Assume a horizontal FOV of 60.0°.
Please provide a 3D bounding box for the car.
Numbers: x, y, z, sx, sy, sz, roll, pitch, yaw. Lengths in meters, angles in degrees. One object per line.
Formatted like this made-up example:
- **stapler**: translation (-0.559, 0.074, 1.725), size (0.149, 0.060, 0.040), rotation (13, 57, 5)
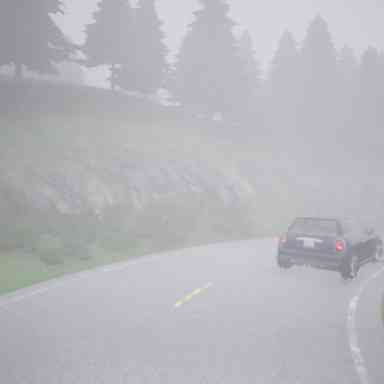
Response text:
- **car**: translation (4.598, 1.482, 10.787), size (2.097, 1.767, 4.553), rotation (1, 0, 40)
